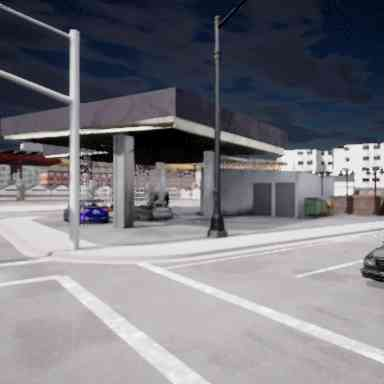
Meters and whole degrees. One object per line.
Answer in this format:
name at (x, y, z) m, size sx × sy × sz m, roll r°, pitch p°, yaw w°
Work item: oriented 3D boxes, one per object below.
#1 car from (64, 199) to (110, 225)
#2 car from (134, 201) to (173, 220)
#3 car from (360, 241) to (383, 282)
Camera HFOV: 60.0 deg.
car at (-7.496, 1.339, 23.511) m, size 2.242 × 1.667 × 4.611 m, roll 0°, pitch 0°, yaw -35°
car at (-3.243, 1.507, 27.448) m, size 1.970 × 1.475 × 3.806 m, roll 0°, pitch 0°, yaw -35°
car at (6.602, 1.565, 8.804) m, size 5.357 × 1.411 × 2.033 m, roll 0°, pitch 0°, yaw -37°
